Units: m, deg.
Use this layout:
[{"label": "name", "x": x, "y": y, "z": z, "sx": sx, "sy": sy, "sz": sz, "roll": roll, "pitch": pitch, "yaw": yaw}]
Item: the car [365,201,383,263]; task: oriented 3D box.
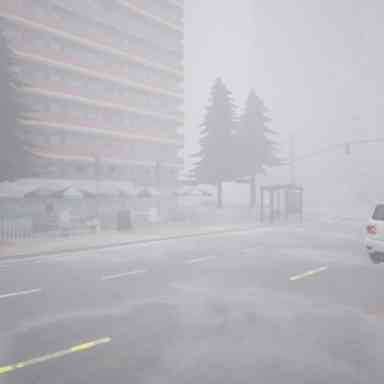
[{"label": "car", "x": 7.719, "y": 1.257, "z": 11.072, "sx": 5.566, "sy": 2.045, "sz": 2.150, "roll": 0, "pitch": 0, "yaw": -43}]

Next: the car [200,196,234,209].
[{"label": "car", "x": 3.247, "y": 1.771, "z": 48.781, "sx": 2.128, "sy": 1.511, "sz": 4.902, "roll": 0, "pitch": 0, "yaw": -43}]
